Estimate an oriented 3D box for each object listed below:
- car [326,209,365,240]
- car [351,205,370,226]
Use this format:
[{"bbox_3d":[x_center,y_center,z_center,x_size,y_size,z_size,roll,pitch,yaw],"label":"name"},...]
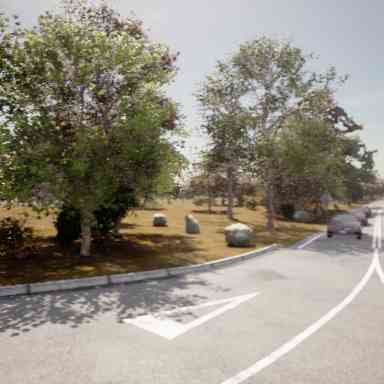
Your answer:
[{"bbox_3d":[9.628,2.058,20.906,1.812,1.442,4.674,-1,-2,28],"label":"car"},{"bbox_3d":[14.560,2.196,29.671,1.812,1.442,4.674,-1,-1,30],"label":"car"}]
